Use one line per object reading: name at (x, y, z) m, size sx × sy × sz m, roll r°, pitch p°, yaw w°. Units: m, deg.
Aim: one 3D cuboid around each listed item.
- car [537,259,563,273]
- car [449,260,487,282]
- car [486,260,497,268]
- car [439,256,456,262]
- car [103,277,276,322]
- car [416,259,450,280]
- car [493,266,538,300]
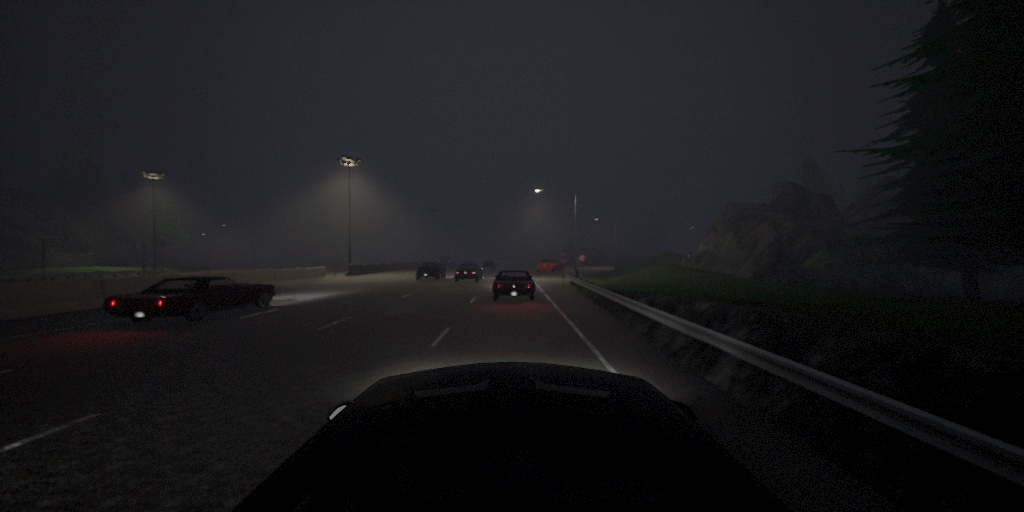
car at (4.742, 1.104, 44.022) m, size 2.097 × 1.767 × 4.553 m, roll 0°, pitch 0°, yaw 24°
car at (-3.444, 1.295, 29.025) m, size 2.033 × 1.411 × 5.357 m, roll 0°, pitch 0°, yaw 0°
car at (-3.487, 1.283, 55.318) m, size 1.837 × 1.490 × 4.892 m, roll 0°, pitch 0°, yaw 0°
car at (-10.493, 1.006, 58.177) m, size 2.150 × 2.045 × 5.566 m, roll 0°, pitch 0°, yaw 0°
car at (-10.411, 1.349, 12.242) m, size 1.895 × 1.301 × 4.718 m, roll 0°, pitch 0°, yaw 0°
car at (-6.944, 1.252, 31.183) m, size 1.837 × 1.490 × 4.892 m, roll 0°, pitch 0°, yaw 0°
car at (0.087, 1.344, 17.820) m, size 1.895 × 1.301 × 4.718 m, roll 0°, pitch 0°, yaw 0°
